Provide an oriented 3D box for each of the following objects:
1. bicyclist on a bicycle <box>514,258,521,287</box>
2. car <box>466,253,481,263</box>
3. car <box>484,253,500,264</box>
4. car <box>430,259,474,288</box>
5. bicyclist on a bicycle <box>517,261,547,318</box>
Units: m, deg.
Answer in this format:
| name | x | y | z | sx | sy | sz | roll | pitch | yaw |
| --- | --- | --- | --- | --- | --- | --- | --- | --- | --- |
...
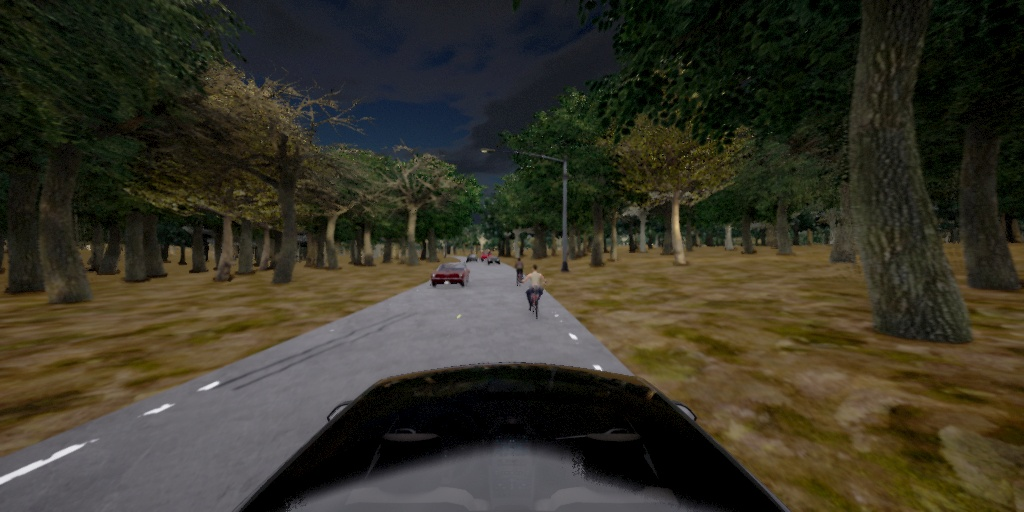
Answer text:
| name | x | y | z | sx | sy | sz | roll | pitch | yaw |
| --- | --- | --- | --- | --- | --- | --- | --- | --- | --- |
| bicyclist on a bicycle | 0.422 | 0.941 | 20.309 | 0.582 | 1.620 | 1.656 | 0 | 0 | -2 |
| car | -6.968 | 0.390 | 63.102 | 1.882 | 1.535 | 5.008 | 0 | 1 | -7 |
| car | -2.958 | 0.613 | 55.608 | 1.895 | 1.301 | 4.718 | 0 | 1 | -6 |
| car | -3.540 | 1.077 | 21.240 | 1.895 | 1.301 | 4.718 | 0 | 1 | -2 |
| bicyclist on a bicycle | 0.705 | 1.052 | 11.174 | 0.866 | 1.612 | 1.509 | 0 | 1 | -1 |
